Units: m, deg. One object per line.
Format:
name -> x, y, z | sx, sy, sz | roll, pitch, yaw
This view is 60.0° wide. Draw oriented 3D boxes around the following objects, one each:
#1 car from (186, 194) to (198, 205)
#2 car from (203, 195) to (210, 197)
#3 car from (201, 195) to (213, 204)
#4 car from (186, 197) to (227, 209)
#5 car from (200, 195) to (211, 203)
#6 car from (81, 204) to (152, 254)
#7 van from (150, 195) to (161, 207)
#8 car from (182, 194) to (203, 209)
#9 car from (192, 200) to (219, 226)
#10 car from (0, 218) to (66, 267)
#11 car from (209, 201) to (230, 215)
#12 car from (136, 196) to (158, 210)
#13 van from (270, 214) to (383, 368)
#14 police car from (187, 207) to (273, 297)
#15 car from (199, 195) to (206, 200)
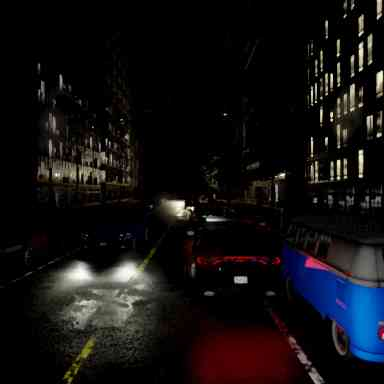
car -> 0.053, 1.327, 59.376 | 2.097, 1.767, 4.553 | 0, 0, 0
car -> 2.731, 1.544, 45.470 | 2.008, 1.369, 4.403 | 0, 0, 0
car -> 2.747, 1.410, 62.548 | 1.967, 1.590, 4.097 | 0, 0, 0
car -> 0.868, 1.351, 18.606 | 2.097, 1.767, 4.553 | 0, 0, 0
car -> 2.751, 1.401, 68.240 | 1.967, 1.590, 4.097 | 0, 0, 0
car -> -2.987, 1.477, 13.654 | 1.882, 1.535, 5.008 | 0, 0, 0
van -> -5.644, 1.328, 51.174 | 1.690, 1.788, 3.998 | 0, 0, 0
car -> 0.048, 1.345, 45.424 | 2.097, 1.767, 4.553 | 0, 0, 0
car -> 0.923, 1.455, 24.834 | 1.801, 1.575, 5.366 | 0, 0, 0
car -> -5.680, 1.582, 11.326 | 1.802, 1.307, 4.206 | 0, 0, 0
car -> 2.721, 1.581, 34.086 | 1.802, 1.307, 4.206 | 0, 0, 0
car -> -5.654, 1.548, 39.789 | 2.008, 1.369, 4.403 | 0, 0, 0
van -> 2.696, 1.341, 5.624 | 1.690, 1.788, 3.998 | 0, 0, 0
police car -> 0.909, 1.425, 8.754 | 1.930, 1.638, 5.238 | 0, 0, 0
car -> 2.772, 1.463, 91.010 | 1.887, 1.381, 4.507 | 0, 0, 0
